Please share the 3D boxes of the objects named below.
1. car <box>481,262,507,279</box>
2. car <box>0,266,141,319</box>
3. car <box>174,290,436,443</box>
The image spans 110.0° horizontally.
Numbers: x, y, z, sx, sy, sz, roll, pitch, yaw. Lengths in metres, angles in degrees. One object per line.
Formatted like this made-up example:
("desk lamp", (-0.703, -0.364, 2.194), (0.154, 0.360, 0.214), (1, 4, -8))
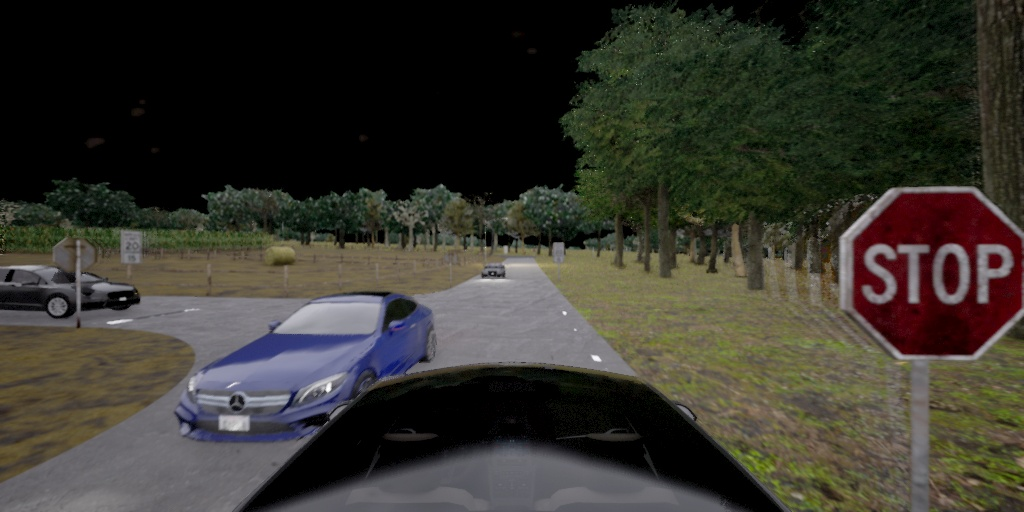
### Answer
("car", (-1.510, 1.222, 31.185), (1.994, 1.385, 4.181), (0, 1, 2))
("car", (-14.827, 1.083, 11.467), (4.892, 1.490, 1.837), (1, 0, 1))
("car", (-2.506, 1.320, 5.682), (1.812, 1.442, 4.674), (0, 0, 2))
